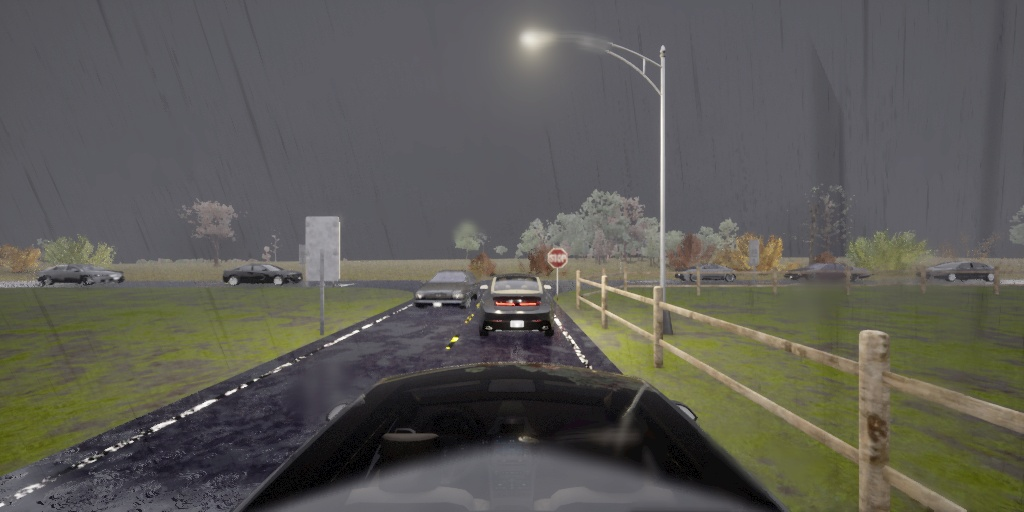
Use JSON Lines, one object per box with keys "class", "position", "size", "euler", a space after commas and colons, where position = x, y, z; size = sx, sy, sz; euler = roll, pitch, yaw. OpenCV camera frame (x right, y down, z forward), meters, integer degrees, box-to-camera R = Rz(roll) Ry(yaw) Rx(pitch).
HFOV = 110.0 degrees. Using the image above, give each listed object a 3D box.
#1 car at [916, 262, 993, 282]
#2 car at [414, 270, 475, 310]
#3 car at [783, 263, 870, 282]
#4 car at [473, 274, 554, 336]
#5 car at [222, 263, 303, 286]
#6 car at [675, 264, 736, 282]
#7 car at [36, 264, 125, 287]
{"class": "car", "position": [34.213, 1.180, 27.581], "size": [4.892, 1.490, 1.837], "euler": [0, 0, 1]}
{"class": "car", "position": [-2.462, 1.297, 15.093], "size": [2.033, 1.411, 5.357], "euler": [0, 0, 2]}
{"class": "car", "position": [24.232, 1.236, 27.681], "size": [5.357, 1.411, 2.033], "euler": [0, 0, 1]}
{"class": "car", "position": [0.113, 1.255, 10.359], "size": [1.837, 1.490, 4.892], "euler": [0, 0, 0]}
{"class": "car", "position": [-17.365, 1.271, 25.117], "size": [5.008, 1.535, 1.882], "euler": [0, 0, 1]}
{"class": "car", "position": [14.928, 1.272, 27.772], "size": [4.181, 1.385, 1.994], "euler": [0, 0, 0]}
{"class": "car", "position": [-30.260, 1.323, 25.245], "size": [4.902, 1.511, 2.128], "euler": [0, 0, 1]}
